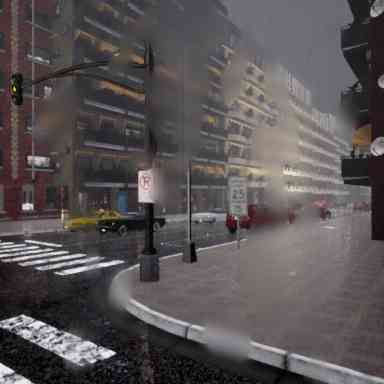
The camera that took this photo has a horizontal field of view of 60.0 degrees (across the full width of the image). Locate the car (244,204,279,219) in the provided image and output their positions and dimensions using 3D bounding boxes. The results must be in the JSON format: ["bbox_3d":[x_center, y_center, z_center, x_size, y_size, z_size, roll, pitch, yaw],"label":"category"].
[{"bbox_3d":[7.939,2.171,37.532,2.128,1.511,4.902,0,-1,35],"label":"car"}]

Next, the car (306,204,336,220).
[{"bbox_3d":[13.804,2.284,35.914,1.802,1.307,4.206,-1,-2,35],"label":"car"}]

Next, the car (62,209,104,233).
[{"bbox_3d":[-6.165,1.834,21.962,1.752,1.417,4.829,-1,-2,35],"label":"car"}]

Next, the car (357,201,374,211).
[{"bbox_3d":[33.300,2.622,63.751,2.192,1.841,5.009,-1,-2,35],"label":"car"}]

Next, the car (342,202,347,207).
[{"bbox_3d":[39.432,3.282,87.040,1.947,1.339,4.313,-1,-2,35],"label":"car"}]

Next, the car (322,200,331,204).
[{"bbox_3d":[26.429,2.640,68.490,2.192,1.841,5.009,-1,-2,35],"label":"car"}]

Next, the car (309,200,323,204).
[{"bbox_3d":[23.182,2.771,63.847,1.887,1.381,4.507,-1,-2,35],"label":"car"}]

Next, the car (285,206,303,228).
[{"bbox_3d":[7.304,2.043,26.638,1.887,1.381,4.507,-1,-2,35],"label":"car"}]

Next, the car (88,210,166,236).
[{"bbox_3d":[-3.787,1.911,20.817,1.895,1.301,4.718,0,-1,35],"label":"car"}]

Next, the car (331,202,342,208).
[{"bbox_3d":[32.931,3.067,77.762,1.887,1.381,4.507,-1,-2,35],"label":"car"}]

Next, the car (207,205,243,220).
[{"bbox_3d":[3.682,2.164,36.016,1.887,1.381,4.507,-1,-2,35],"label":"car"}]

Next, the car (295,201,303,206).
[{"bbox_3d":[16.680,2.340,54.576,2.192,1.841,5.009,-1,-2,35],"label":"car"}]

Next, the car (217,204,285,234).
[{"bbox_3d":[4.053,1.711,22.006,2.192,1.841,5.009,-1,-2,35],"label":"car"}]

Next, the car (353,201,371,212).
[{"bbox_3d":[30.050,2.522,59.112,2.192,1.841,5.009,-1,-2,35],"label":"car"}]

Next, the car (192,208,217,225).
[{"bbox_3d":[1.962,2.093,29.022,1.895,1.301,4.718,0,-1,35],"label":"car"}]

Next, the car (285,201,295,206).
[{"bbox_3d":[13.333,2.446,49.792,1.752,1.417,4.829,-1,-2,35],"label":"car"}]
